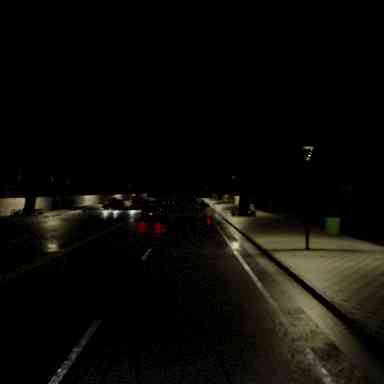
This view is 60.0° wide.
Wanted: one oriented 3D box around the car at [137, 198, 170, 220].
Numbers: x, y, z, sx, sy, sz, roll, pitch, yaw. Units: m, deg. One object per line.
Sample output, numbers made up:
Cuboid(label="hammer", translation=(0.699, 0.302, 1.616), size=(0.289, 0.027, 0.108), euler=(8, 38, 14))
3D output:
Cuboid(label="car", translation=(-3.155, 1.498, 27.943), size=(1.812, 1.442, 4.674), euler=(0, 0, 0))

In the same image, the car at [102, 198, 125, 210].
Cuboid(label="car", translation=(-9.846, 1.506, 42.211), size=(2.033, 1.411, 5.357), euler=(0, 0, 0))

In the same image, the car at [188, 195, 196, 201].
Cuboid(label="car", translation=(-0.013, 1.482, 80.458), size=(2.033, 1.411, 5.357), euler=(0, 0, 0))

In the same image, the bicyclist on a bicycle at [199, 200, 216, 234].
Cuboid(label="bicyclist on a bicycle", translation=(0.889, 1.419, 18.133), size=(0.866, 1.612, 1.509), euler=(0, 0, 0))

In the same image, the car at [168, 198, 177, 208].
Cuboid(label="car", translation=(-3.159, 1.500, 47.674), size=(2.033, 1.411, 5.357), euler=(0, 0, 0))

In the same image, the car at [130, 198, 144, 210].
Cuboid(label="car", translation=(-6.591, 1.484, 42.597), size=(1.812, 1.442, 4.674), euler=(0, 0, 0))

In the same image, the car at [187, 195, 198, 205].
Cuboid(label="car", translation=(0.061, 1.507, 58.799), size=(1.994, 1.385, 4.181), euler=(0, 0, 0))
